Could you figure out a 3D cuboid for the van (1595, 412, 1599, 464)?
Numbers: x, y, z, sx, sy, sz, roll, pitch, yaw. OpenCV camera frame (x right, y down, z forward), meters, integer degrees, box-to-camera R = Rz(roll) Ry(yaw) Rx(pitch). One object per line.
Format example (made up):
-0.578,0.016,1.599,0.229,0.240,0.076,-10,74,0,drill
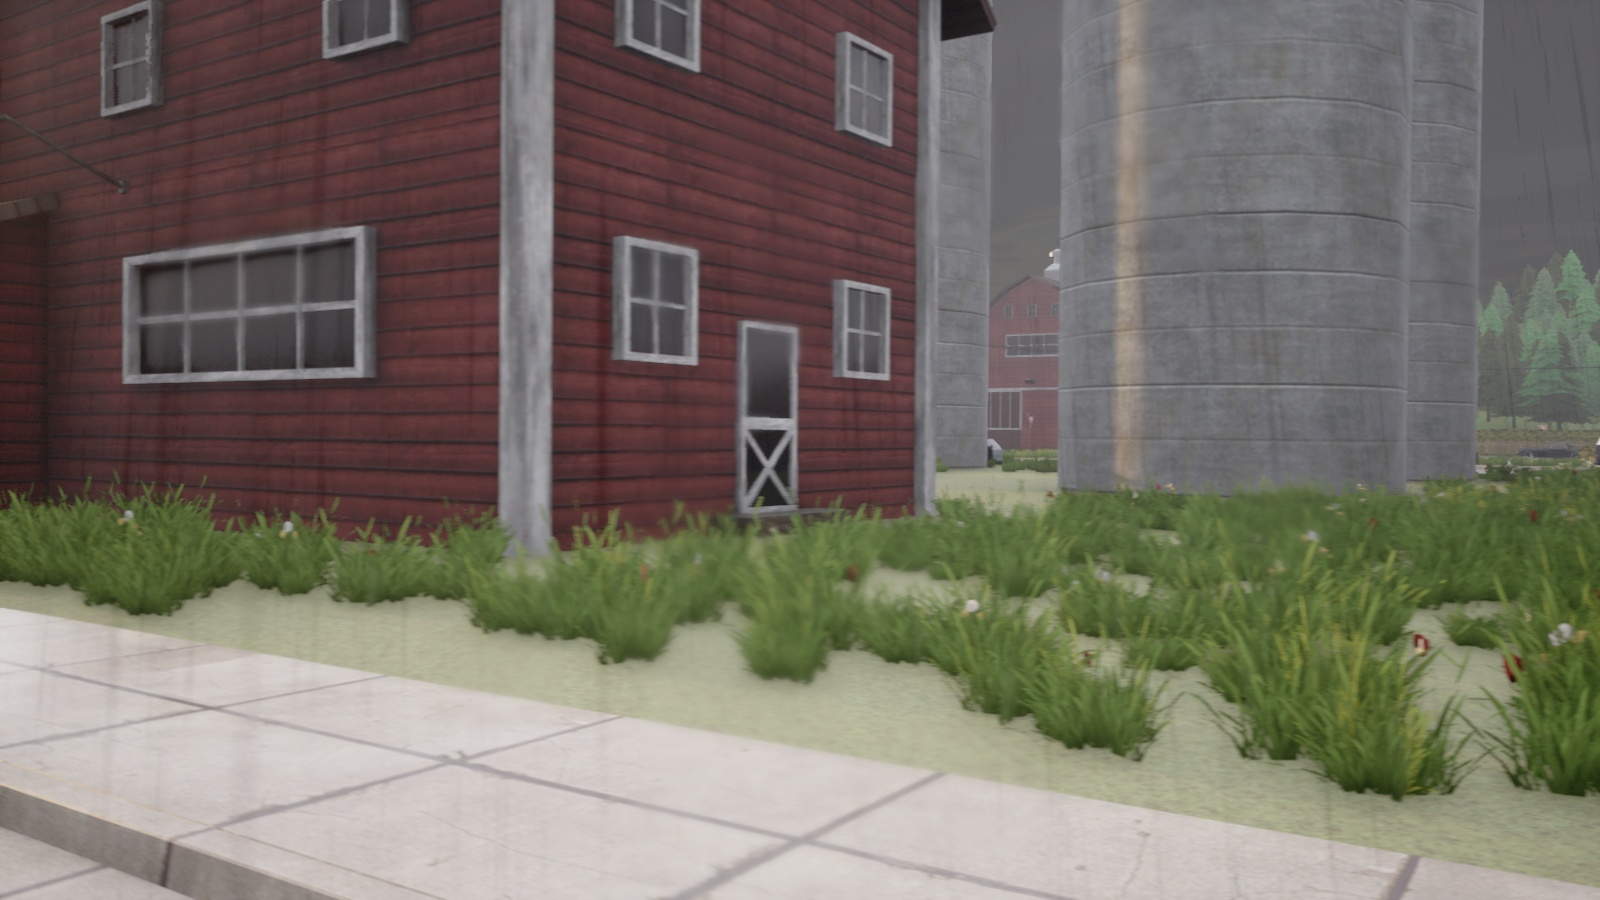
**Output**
33.418,-0.484,48.537,4.480,2.038,2.069,0,1,34,van
